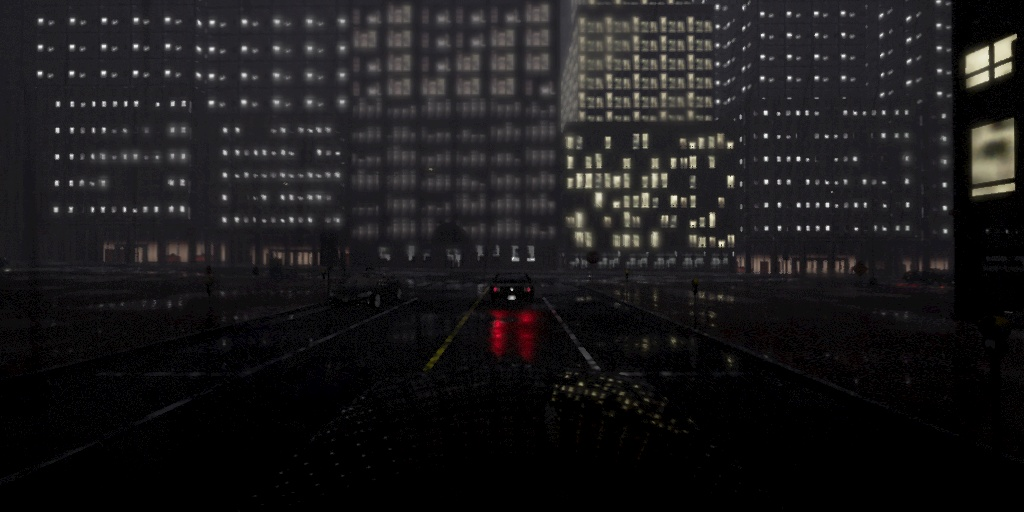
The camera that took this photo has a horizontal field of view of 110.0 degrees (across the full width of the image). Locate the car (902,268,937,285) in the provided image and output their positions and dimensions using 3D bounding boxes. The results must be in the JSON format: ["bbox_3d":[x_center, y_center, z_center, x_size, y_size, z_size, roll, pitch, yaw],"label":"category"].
[{"bbox_3d":[39.337,1.897,33.296,4.902,1.511,2.128,1,-1,1],"label":"car"}]

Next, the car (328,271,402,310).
[{"bbox_3d":[-5.818,1.302,14.682,2.007,1.370,4.403,0,0,0],"label":"car"}]

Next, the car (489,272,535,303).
[{"bbox_3d":[0.001,1.370,16.529,1.895,1.301,4.718,0,0,0],"label":"car"}]

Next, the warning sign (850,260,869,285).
[{"bbox_3d":[26.598,1.248,27.348,1.060,1.860,1.300,0,0,1],"label":"warning sign"}]

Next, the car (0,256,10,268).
[{"bbox_3d":[-52.027,0.250,34.434,5.566,2.045,2.150,1,-1,1],"label":"car"}]

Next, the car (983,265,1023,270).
[{"bbox_3d":[49.347,1.924,36.423,5.566,2.045,2.150,1,-1,1],"label":"car"}]

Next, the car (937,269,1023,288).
[{"bbox_3d":[39.325,1.985,30.045,4.718,1.301,1.895,1,-1,1],"label":"car"}]
